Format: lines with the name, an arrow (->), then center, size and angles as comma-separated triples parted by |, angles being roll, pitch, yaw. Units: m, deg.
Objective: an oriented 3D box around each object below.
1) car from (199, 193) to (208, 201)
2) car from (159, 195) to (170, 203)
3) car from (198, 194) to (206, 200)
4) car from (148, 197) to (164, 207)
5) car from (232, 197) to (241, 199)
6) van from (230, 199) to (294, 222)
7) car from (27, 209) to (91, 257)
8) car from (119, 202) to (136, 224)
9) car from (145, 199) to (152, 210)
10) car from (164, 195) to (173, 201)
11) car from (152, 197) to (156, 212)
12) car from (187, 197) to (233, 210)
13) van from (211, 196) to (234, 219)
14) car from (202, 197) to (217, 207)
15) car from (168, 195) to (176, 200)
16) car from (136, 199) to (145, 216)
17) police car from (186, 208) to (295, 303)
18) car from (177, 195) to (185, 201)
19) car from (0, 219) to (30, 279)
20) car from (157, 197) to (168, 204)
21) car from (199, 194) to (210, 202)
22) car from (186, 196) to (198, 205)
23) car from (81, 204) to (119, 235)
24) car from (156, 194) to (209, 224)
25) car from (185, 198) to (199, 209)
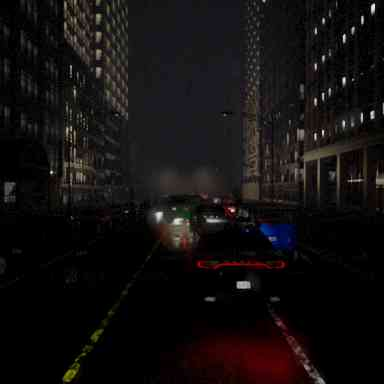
car -> 2.748, 1.286, 81.155 | 2.192, 1.841, 5.009 | -1, 0, 0
car -> -5.641, 1.416, 69.794 | 1.967, 1.590, 4.097 | -1, 0, 0
car -> 2.759, 1.406, 92.522 | 1.967, 1.590, 4.097 | -1, 0, 0
car -> -5.654, 1.533, 52.743 | 2.008, 1.369, 4.403 | -1, 0, 0
car -> 2.700, 1.307, 24.318 | 2.192, 1.841, 5.009 | -1, 0, 0
van -> 2.691, 1.337, 12.951 | 1.690, 1.788, 3.998 | -1, 0, 0
car -> -5.688, 1.562, 12.958 | 1.947, 1.339, 4.313 | -1, 0, 0
car -> -5.679, 1.543, 24.325 | 2.008, 1.369, 4.403 | -1, 0, 0
car -> -5.664, 1.538, 41.376 | 2.008, 1.369, 4.403 | -1, 0, 0
car -> -5.630, 1.497, 80.992 | 1.752, 1.417, 4.829 | -1, 0, 0
car -> -3.057, 1.552, 38.054 | 1.994, 1.385, 4.181 | 0, 0, 0
car -> 0.913, 1.345, 18.269 | 2.097, 1.767, 4.553 | 0, 0, 0
van -> 2.705, 1.332, 30.002 | 1.690, 1.788, 3.998 | -1, 0, 0
car -> 2.726, 1.533, 52.736 | 2.008, 1.369, 4.403 | -1, 0, 0
car -> -5.621, 1.532, 92.529 | 1.947, 1.339, 4.313 | -1, 0, 0
car -> -5.673, 1.572, 30.009 | 1.802, 1.307, 4.206 | -1, 0, 0
police car -> 0.905, 1.423, 8.408 | 1.930, 1.638, 5.238 | 0, 0, 0
car -> -2.926, 1.494, 87.959 | 1.812, 1.442, 4.674 | 0, 0, 0
car -> -5.693, 1.548, 7.274 | 2.008, 1.369, 4.403 | -1, 0, 0
car -> -5.645, 1.560, 64.111 | 1.802, 1.307, 4.206 | -1, 0, 0
car -> 2.743, 1.289, 75.471 | 2.192, 1.841, 5.009 | -1, 0, 0
car -> 0.049, 1.472, 59.310 | 2.128, 1.511, 4.902 | 0, 0, 0
car -> -5.683, 1.539, 18.642 | 1.887, 1.381, 4.507 | -1, 0, 0
car -> -0.123, 1.212, 24.684 | 2.150, 2.045, 5.566 | -1, 0, 24
car -> 0.055, 1.586, 46.021 | 1.895, 1.301, 4.718 | 0, 0, 1
